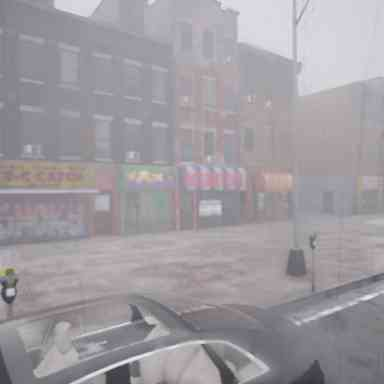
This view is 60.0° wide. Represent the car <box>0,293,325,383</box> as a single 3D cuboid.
[{"bbox_3d":[-0.923,1.548,2.154,4.403,1.369,2.008,-1,0,-35],"label":"car"}]
